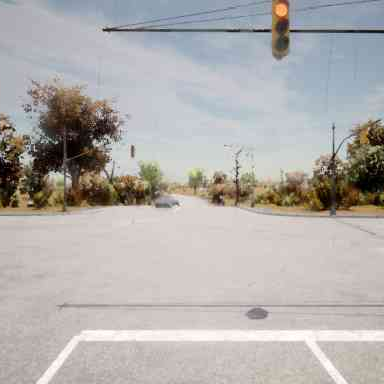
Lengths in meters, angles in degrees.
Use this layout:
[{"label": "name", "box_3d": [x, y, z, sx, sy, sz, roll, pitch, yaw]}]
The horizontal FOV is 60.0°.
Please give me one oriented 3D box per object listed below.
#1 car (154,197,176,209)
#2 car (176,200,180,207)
[{"label": "car", "box_3d": [-3.500, 1.336, 41.312, 2.033, 1.411, 5.357, 0, -1, 0]}, {"label": "car", "box_3d": [-3.500, 2.189, 66.235, 1.994, 1.385, 4.181, 0, -2, 0]}]
